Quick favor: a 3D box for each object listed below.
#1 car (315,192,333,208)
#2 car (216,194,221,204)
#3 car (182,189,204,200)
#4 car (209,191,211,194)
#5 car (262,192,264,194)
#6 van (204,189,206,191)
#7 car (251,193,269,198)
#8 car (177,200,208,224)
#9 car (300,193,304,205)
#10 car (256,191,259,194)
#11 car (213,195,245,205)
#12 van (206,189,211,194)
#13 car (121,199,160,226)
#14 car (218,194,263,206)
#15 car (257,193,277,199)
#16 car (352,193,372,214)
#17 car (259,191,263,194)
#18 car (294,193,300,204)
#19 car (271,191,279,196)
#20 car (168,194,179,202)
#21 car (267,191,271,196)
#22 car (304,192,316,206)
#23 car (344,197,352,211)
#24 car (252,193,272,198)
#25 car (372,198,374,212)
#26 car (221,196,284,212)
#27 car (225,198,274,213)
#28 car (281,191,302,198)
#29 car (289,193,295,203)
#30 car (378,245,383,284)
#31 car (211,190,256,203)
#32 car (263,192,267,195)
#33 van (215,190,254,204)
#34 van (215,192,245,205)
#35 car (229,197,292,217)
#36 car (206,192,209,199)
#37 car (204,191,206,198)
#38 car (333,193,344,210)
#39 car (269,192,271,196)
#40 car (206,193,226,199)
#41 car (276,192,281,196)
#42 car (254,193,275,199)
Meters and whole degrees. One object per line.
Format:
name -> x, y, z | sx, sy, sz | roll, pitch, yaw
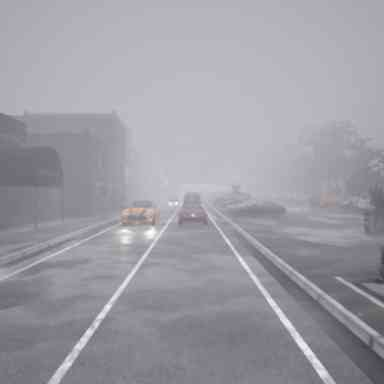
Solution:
car -> 19.058, 1.201, 43.381 | 4.553, 1.767, 2.185 | 0, 0, 0
car -> 6.003, 1.329, 43.397 | 4.892, 1.521, 2.231 | 0, 0, 0
car -> 0.025, 1.038, 40.691 | 2.150, 2.045, 5.566 | 0, 1, 0
car -> 6.008, 1.065, 62.880 | 4.553, 1.767, 2.185 | 0, 0, 0
car -> 19.143, 1.120, 76.800 | 4.674, 1.452, 2.002 | 0, 0, 0
van -> 6.198, 0.734, 90.710 | 4.442, 1.987, 1.878 | 0, 1, 0
car -> 19.168, 0.974, 93.510 | 4.674, 1.452, 2.002 | 0, 1, 0
car -> 0.061, 1.481, 23.730 | 1.994, 1.385, 4.181 | 0, 0, 0
car -> 19.284, 1.285, 49.075 | 5.366, 1.575, 1.946 | 0, 0, 0
car -> 19.120, 0.782, 82.367 | 5.566, 2.045, 2.435 | 0, 1, 0
car -> 6.020, 1.252, 54.530 | 4.892, 1.521, 2.231 | 0, 0, 0
van -> 5.939, 0.878, 74.074 | 4.442, 1.987, 1.878 | 0, 0, 0
car -> -3.387, 1.277, 22.589 | 2.097, 1.767, 4.553 | 0, 0, 0
car -> 5.976, 1.376, 40.614 | 4.792, 1.488, 2.163 | 0, 0, 0
car -> 19.181, 1.038, 85.157 | 4.792, 1.488, 2.163 | 0, 1, 0
car -> 19.101, 1.152, 32.240 | 5.566, 2.045, 2.435 | 0, 0, 0
car -> 19.113, 0.931, 79.584 | 4.553, 1.767, 2.185 | 0, 0, 0
car -> 19.108, 1.269, 51.735 | 5.008, 1.535, 2.097 | 0, 0, 0
car -> 19.095, 0.917, 65.658 | 5.566, 2.045, 2.435 | 0, 0, 0
car -> -3.399, 1.166, 62.849 | 2.128, 1.511, 4.902 | 0, 0, 0
car -> 19.100, 1.000, 71.230 | 4.553, 1.767, 2.185 | 0, 0, 0
car -> 19.122, 1.055, 46.289 | 5.566, 2.045, 2.435 | 0, 0, 0
car -> 19.108, 1.257, 35.151 | 4.553, 1.767, 2.185 | 0, 0, 0
car -> 19.167, 0.959, 90.724 | 5.008, 1.535, 2.097 | 0, 1, 0
car -> 19.037, 1.296, 29.455 | 4.553, 1.767, 2.185 | 0, 0, 0
car -> 5.807, 1.401, 32.265 | 5.366, 1.575, 1.946 | 0, 0, 0
car -> 6.026, 1.414, 35.048 | 4.792, 1.488, 2.163 | 0, 0, 0
car -> 19.146, 1.084, 60.089 | 4.553, 1.767, 2.185 | 0, 0, 0
car -> 19.077, 1.279, 54.522 | 4.792, 1.488, 2.163 | 0, 0, 0
car -> 6.173, 1.416, 6.288 | 4.792, 1.488, 2.163 | 0, 0, 0
car -> 5.990, 1.038, 48.962 | 5.566, 2.045, 2.435 | 0, 0, 0
car -> 19.131, 1.103, 74.016 | 5.008, 1.535, 2.097 | 0, 0, 0
van -> 5.898, 1.082, 46.303 | 4.442, 1.987, 1.878 | 0, 0, 0
van -> 5.906, 1.045, 51.745 | 4.442, 1.987, 1.878 | 0, 0, 0
car -> 6.004, 1.462, 29.623 | 4.674, 1.452, 2.002 | 1, 0, 0
car -> 6.023, 1.156, 71.230 | 4.792, 1.488, 2.163 | 0, 0, 0
car -> 5.879, 1.055, 79.580 | 5.366, 1.575, 1.946 | 0, 0, 0
car -> 19.113, 1.238, 37.936 | 4.553, 1.767, 2.185 | 0, 0, 0
car -> 19.132, 1.147, 68.446 | 5.008, 1.535, 2.097 | 0, 0, 0
car -> 6.068, 1.010, 85.146 | 5.008, 1.535, 2.097 | 0, 1, 0
car -> 19.125, 1.191, 62.876 | 4.892, 1.521, 2.231 | 0, 0, 0
car -> 19.164, 0.985, 87.939 | 4.892, 1.521, 2.231 | 0, 1, 0
